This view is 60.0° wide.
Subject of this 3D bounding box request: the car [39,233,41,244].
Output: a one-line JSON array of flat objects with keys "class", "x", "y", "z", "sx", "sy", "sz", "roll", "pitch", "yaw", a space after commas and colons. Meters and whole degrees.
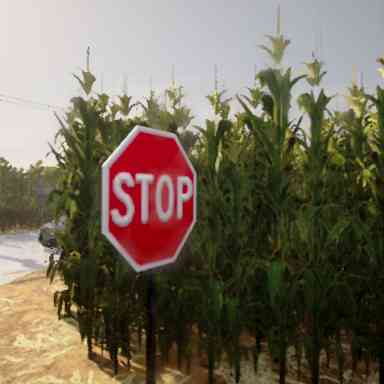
[{"class": "car", "x": -3.921, "y": 1.440, "z": 13.441, "sx": 1.994, "sy": 1.385, "sz": 4.181, "roll": 1, "pitch": 0, "yaw": 30}]
